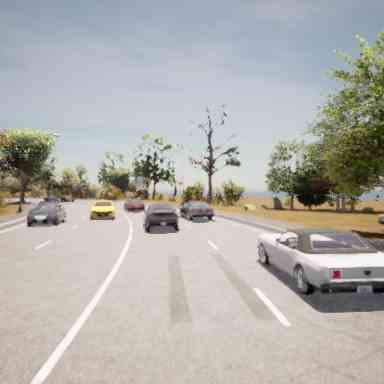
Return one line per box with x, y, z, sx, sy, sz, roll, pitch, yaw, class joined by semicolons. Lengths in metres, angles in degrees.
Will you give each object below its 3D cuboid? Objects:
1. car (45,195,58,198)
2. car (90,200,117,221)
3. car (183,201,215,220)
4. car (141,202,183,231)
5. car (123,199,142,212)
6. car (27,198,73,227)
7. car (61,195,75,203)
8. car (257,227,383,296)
-25.914;1.325;61.038;1.837;1.490;4.892;0;0;-33;car
-7.230;1.405;27.155;1.882;1.535;5.008;0;0;-14;car
0.302;1.463;26.824;2.033;1.411;5.357;0;0;-13;car
-1.954;1.444;20.291;1.837;1.490;4.892;0;0;-10;car
-6.629;1.458;37.952;1.994;1.385;4.181;0;0;-19;car
-9.747;1.439;22.596;2.128;1.511;4.902;0;0;-12;car
-24.192;1.344;64.773;2.128;1.511;4.902;0;0;-33;car
3.133;1.564;8.571;1.895;1.301;4.718;0;0;-5;car
